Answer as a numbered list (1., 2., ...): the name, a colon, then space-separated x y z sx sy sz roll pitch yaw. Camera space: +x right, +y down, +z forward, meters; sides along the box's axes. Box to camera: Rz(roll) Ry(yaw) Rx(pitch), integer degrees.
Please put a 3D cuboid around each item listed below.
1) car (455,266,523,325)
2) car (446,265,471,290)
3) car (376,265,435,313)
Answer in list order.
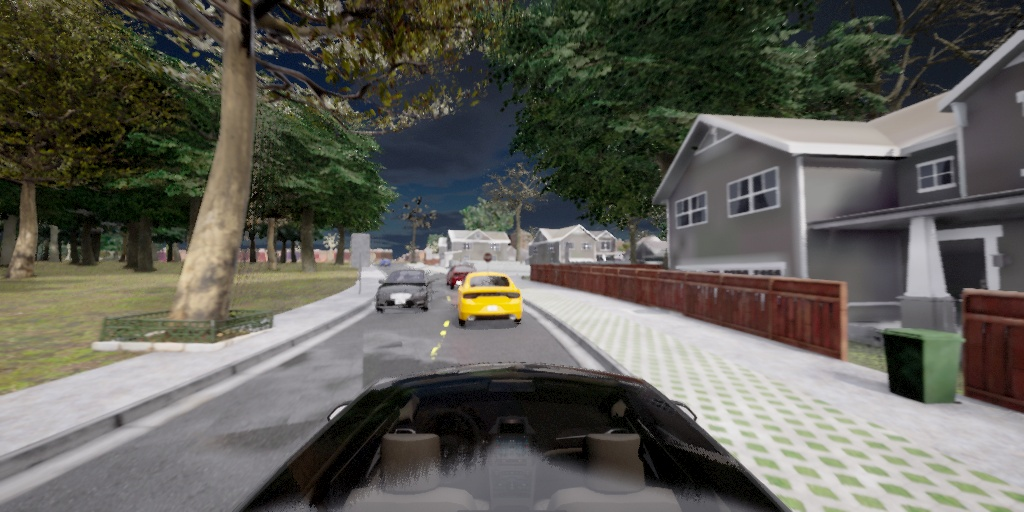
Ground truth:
1. car: -0.866 1.278 12.239 1.882 1.535 5.008 0 0 -8
2. car: -3.294 1.320 23.868 1.882 1.535 5.008 1 0 -15
3. car: -4.195 1.293 14.557 2.128 1.511 4.902 0 0 -10
